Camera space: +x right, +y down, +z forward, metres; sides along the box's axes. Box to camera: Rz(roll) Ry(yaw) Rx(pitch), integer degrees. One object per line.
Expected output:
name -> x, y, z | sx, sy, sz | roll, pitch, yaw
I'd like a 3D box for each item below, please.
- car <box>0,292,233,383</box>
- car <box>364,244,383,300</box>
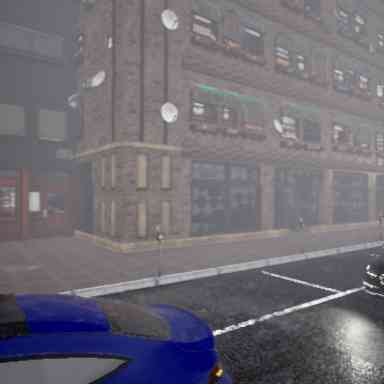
car -> -1.800, 1.522, 2.051 | 4.674, 1.442, 1.812 | 1, 0, -36
car -> 5.793, 1.584, 7.497 | 4.892, 1.490, 1.837 | 0, 0, -35
